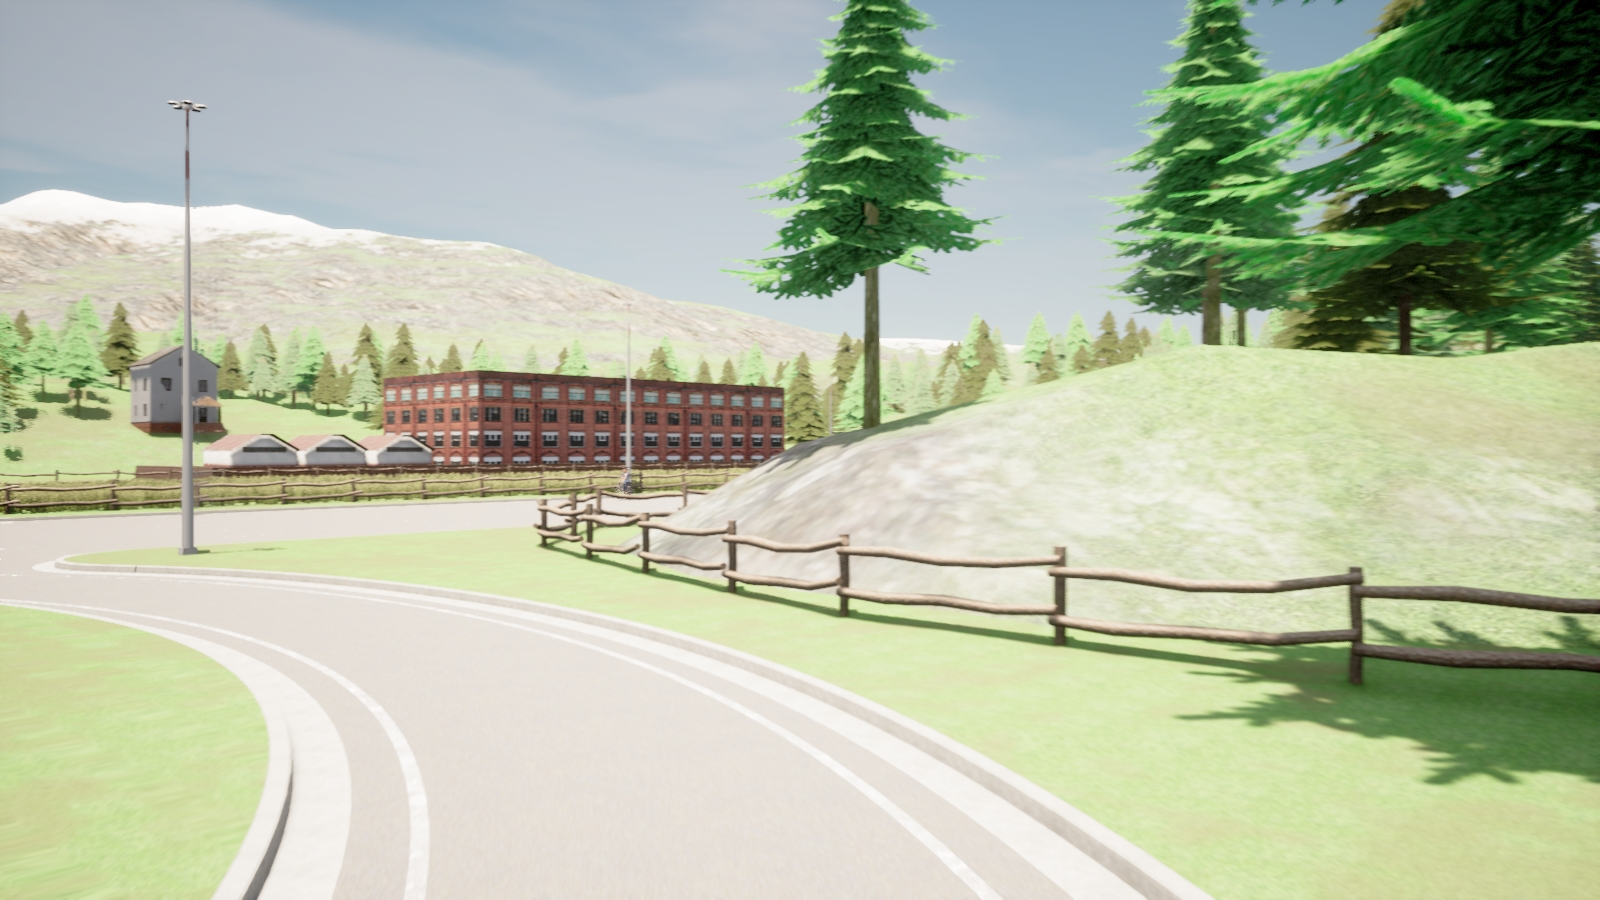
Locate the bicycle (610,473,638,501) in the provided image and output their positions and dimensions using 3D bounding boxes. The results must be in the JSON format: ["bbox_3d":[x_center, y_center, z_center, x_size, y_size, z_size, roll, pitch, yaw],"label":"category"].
[{"bbox_3d":[-9.906,2.071,64.262,0.373,1.496,1.643,0,0,43],"label":"bicycle"}]
